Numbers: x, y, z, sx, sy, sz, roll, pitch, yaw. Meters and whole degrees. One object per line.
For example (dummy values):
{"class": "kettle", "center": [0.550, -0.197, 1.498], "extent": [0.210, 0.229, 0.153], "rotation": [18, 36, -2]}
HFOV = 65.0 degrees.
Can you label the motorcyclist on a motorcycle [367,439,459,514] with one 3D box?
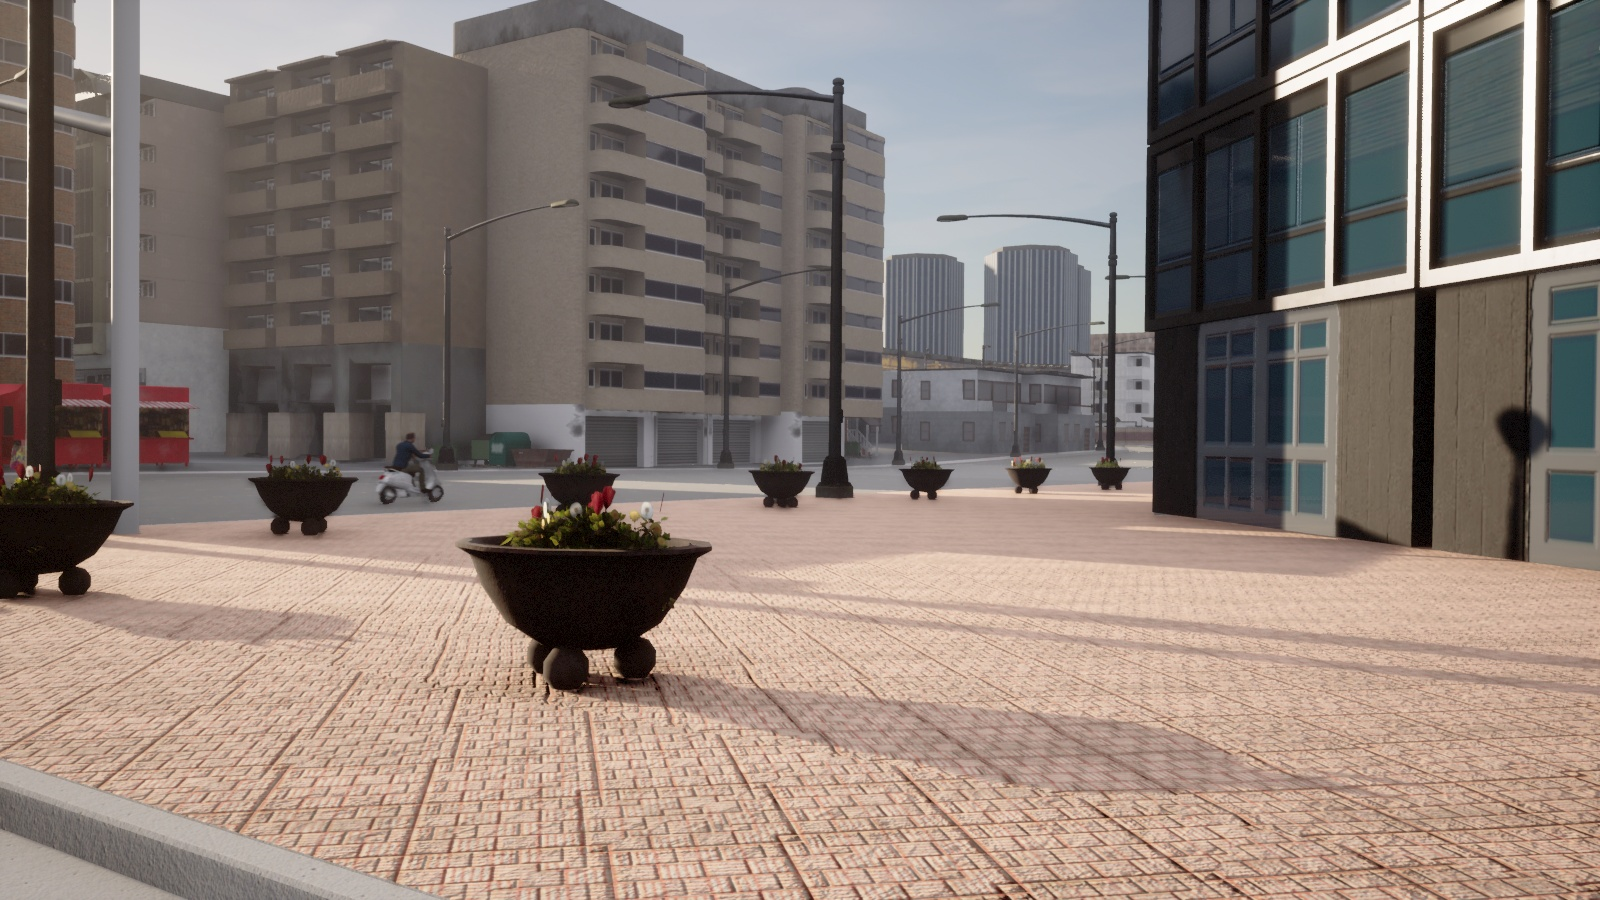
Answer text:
{"class": "motorcyclist on a motorcycle", "center": [-8.564, 0.560, 27.848], "extent": [0.866, 1.590, 1.817], "rotation": [0, 0, 33]}
